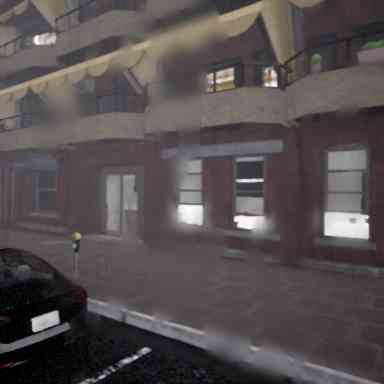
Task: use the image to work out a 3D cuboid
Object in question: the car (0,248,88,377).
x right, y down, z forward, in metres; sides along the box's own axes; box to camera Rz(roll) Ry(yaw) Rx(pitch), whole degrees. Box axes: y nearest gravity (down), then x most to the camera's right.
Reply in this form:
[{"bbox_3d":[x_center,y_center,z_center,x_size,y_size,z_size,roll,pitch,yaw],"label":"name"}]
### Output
[{"bbox_3d":[-3.420,1.565,5.150,4.313,1.339,1.947,0,1,36],"label":"car"}]
